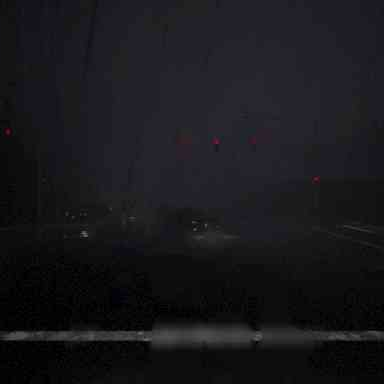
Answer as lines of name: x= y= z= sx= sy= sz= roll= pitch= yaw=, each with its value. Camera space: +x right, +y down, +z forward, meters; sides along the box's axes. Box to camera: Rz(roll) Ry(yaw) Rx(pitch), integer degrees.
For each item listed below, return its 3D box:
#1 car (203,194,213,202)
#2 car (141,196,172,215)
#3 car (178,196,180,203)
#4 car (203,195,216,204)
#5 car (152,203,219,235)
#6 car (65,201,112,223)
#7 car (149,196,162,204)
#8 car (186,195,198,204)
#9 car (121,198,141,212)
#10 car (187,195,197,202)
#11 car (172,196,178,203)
car: x=3.508 y=1.355 z=74.416 sx=2.097 sy=1.767 sz=4.553 roll=0 pitch=0 yaw=0
car: x=-3.597 y=1.492 z=34.234 sx=2.128 sy=1.511 sz=4.902 roll=0 pitch=0 yaw=0
car: x=-3.496 y=1.497 z=68.715 sx=2.128 sy=1.511 sz=4.902 roll=0 pitch=0 yaw=0
car: x=3.610 y=1.547 z=64.194 sx=2.033 sy=1.411 sz=5.357 roll=0 pitch=0 yaw=0
car: x=-0.307 y=1.593 z=19.131 sx=1.994 sy=1.385 sz=4.181 roll=0 pitch=0 yaw=-33
car: x=-7.919 y=1.526 z=25.914 sx=1.837 sy=1.490 sz=4.892 roll=1 pitch=1 yaw=13
car: x=-7.037 y=1.548 z=64.499 sx=2.033 sy=1.411 sz=5.357 roll=0 pitch=0 yaw=0
car: x=0.005 y=1.505 z=63.727 sx=1.837 sy=1.490 sz=4.892 roll=0 pitch=0 yaw=0
car: x=-7.098 y=1.491 z=39.385 sx=2.128 sy=1.511 sz=4.902 roll=0 pitch=0 yaw=0
car: x=0.005 y=1.413 z=73.837 sx=1.994 sy=1.385 sz=4.181 roll=0 pitch=0 yaw=0
car: x=-3.596 y=1.548 z=50.455 sx=2.033 sy=1.411 sz=5.357 roll=0 pitch=0 yaw=0
